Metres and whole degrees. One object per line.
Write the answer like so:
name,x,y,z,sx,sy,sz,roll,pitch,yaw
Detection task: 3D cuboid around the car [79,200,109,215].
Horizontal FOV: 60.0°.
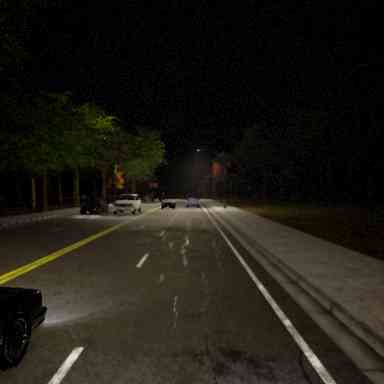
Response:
car,-9.823,1.561,33.997,2.033,1.411,5.357,0,0,0

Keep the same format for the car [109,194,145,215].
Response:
car,-6.572,1.234,34.194,2.150,2.045,5.566,0,0,0

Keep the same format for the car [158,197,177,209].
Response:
car,-3.121,1.637,45.777,1.895,1.301,4.718,0,0,0

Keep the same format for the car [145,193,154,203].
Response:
car,-9.704,1.315,74.535,2.150,2.045,5.566,0,0,0

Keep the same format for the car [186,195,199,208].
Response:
car,0.133,1.592,49.228,2.033,1.411,5.357,0,0,0

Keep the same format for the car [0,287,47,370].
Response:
car,-3.150,1.547,2.649,2.033,1.411,5.357,0,0,0
